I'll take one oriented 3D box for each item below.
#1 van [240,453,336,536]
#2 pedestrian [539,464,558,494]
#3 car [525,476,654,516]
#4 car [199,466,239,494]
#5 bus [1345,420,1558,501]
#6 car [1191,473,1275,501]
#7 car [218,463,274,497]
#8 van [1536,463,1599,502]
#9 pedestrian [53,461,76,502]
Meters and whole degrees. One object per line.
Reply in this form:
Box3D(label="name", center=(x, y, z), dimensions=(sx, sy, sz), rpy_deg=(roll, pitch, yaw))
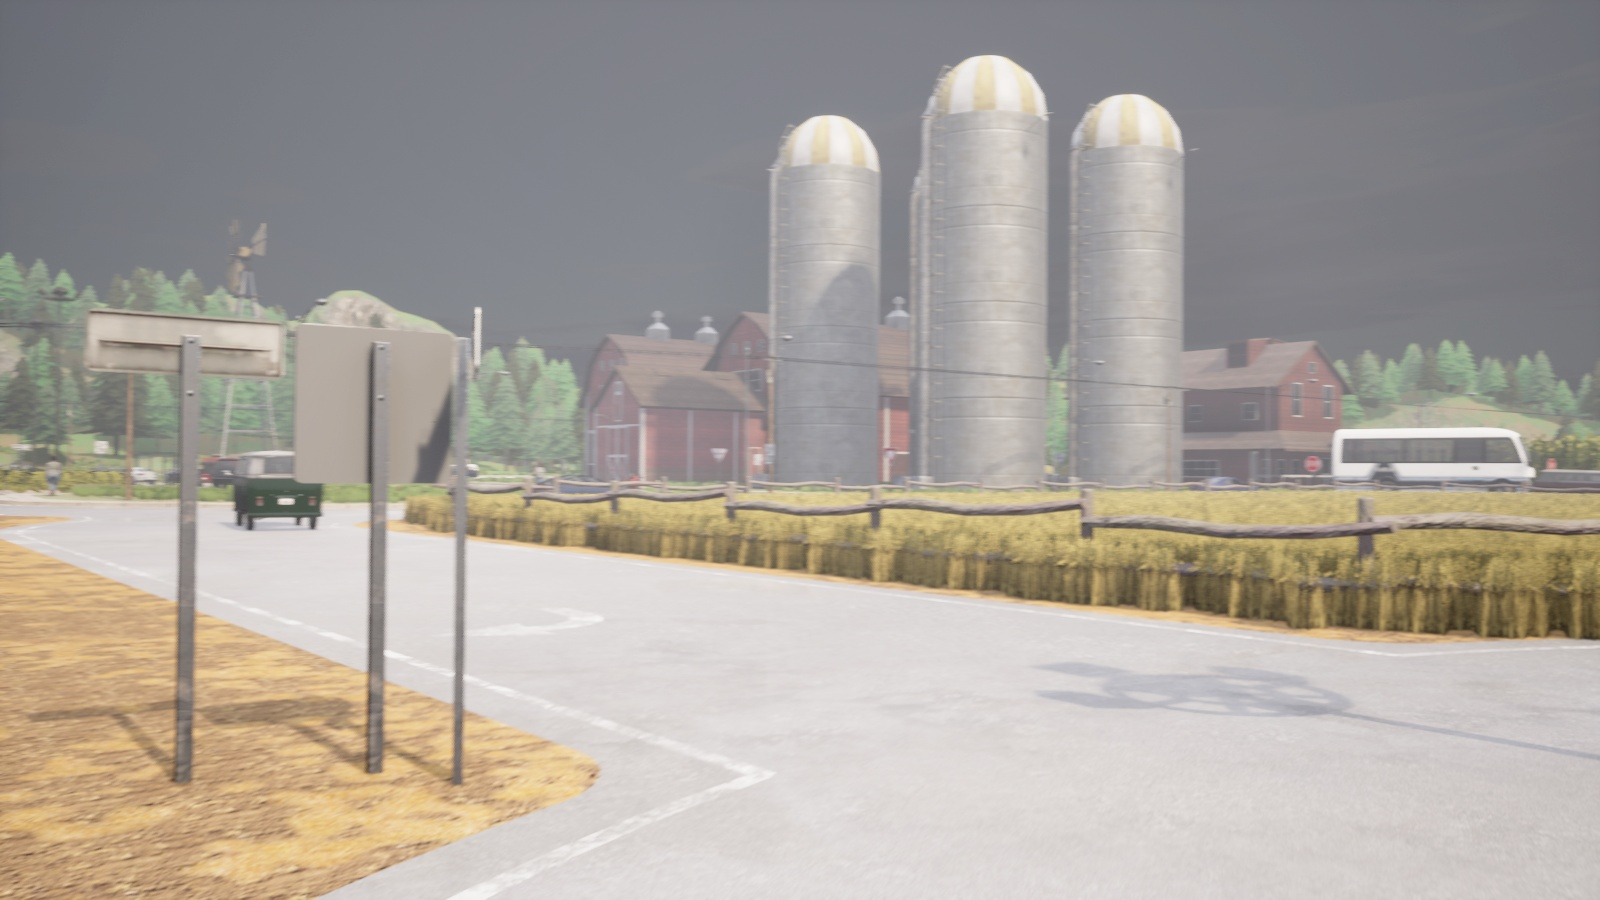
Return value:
Box3D(label="van", center=(-13.270, 1.111, 32.410), dimensions=(1.775, 1.987, 4.442), rpy_deg=(1, -1, -29))
Box3D(label="pedestrian", center=(-15.363, 1.759, 76.681), dimensions=(0.874, 1.855, 0.900), rpy_deg=(1, -1, -28))
Box3D(label="car", center=(-7.636, 1.647, 45.695), dimensions=(4.181, 1.385, 1.994), rpy_deg=(1, -1, -36))
Box3D(label="car", center=(-40.475, 2.076, 87.448), dimensions=(1.905, 1.878, 3.866), rpy_deg=(1, -1, -35))
Box3D(label="bus", center=(36.283, 0.620, 70.121), dimensions=(10.273, 4.253, 3.944), rpy_deg=(-1, -1, 31))
Box3D(label="car", center=(23.244, 1.981, 67.349), dimensions=(4.674, 1.442, 1.812), rpy_deg=(1, -1, -35))
Box3D(label="car", center=(-34.402, 1.842, 78.101), dimensions=(2.150, 2.045, 5.566), rpy_deg=(0, -1, -13))
Box3D(label="van", center=(41.799, 1.718, 66.564), dimensions=(1.775, 1.987, 4.442), rpy_deg=(1, 0, -35))
Box3D(label="pedestrian", center=(-33.339, 1.421, 56.919), dimensions=(0.874, 1.855, 0.900), rpy_deg=(1, -1, -31))
